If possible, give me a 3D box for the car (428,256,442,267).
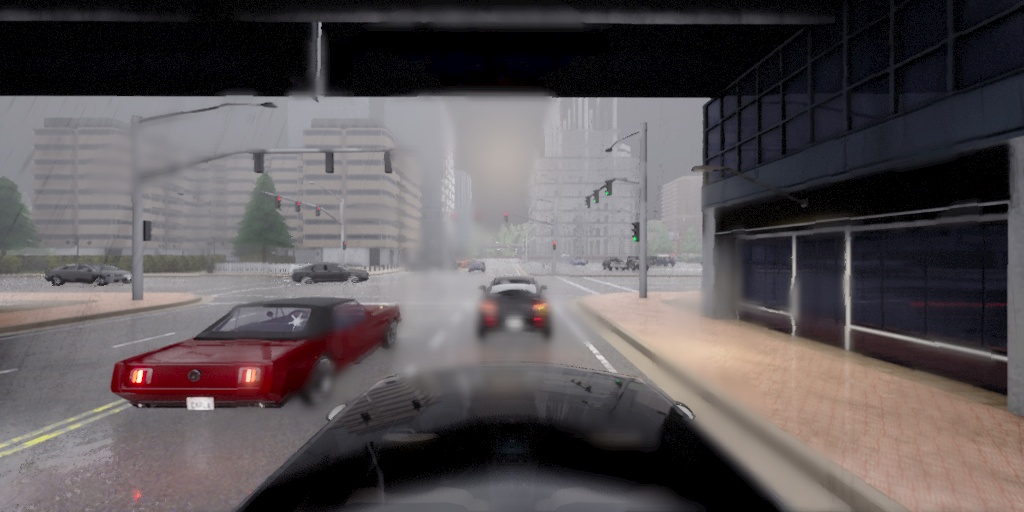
[{"bbox_3d":[-11.666,1.004,53.930,2.150,2.045,5.566,0,0,-1],"label":"car"}]

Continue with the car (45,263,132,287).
[{"bbox_3d":[-28.284,1.254,24.232,4.902,1.511,2.128,0,0,0],"label":"car"}]

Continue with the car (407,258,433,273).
[{"bbox_3d":[-11.589,1.341,44.572,1.994,1.385,4.181,0,0,0],"label":"car"}]

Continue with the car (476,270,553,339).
[{"bbox_3d":[0.070,1.281,9.968,1.812,1.442,4.674,0,0,0],"label":"car"}]

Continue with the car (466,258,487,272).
[{"bbox_3d":[-4.357,1.325,46.276,2.033,1.411,5.357,0,0,-1],"label":"car"}]

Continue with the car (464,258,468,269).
[{"bbox_3d":[-8.183,1.136,56.280,2.097,1.767,4.553,0,0,0],"label":"car"}]

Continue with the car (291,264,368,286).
[{"bbox_3d":[-12.852,1.272,25.482,4.892,1.490,1.837,-1,1,-17],"label":"car"}]

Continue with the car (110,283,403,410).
[{"bbox_3d":[-3.441,1.354,6.201,1.895,1.301,4.718,0,0,0],"label":"car"}]

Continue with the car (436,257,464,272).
[{"bbox_3d":[-8.115,1.270,47.368,2.128,1.511,4.902,0,0,0],"label":"car"}]
